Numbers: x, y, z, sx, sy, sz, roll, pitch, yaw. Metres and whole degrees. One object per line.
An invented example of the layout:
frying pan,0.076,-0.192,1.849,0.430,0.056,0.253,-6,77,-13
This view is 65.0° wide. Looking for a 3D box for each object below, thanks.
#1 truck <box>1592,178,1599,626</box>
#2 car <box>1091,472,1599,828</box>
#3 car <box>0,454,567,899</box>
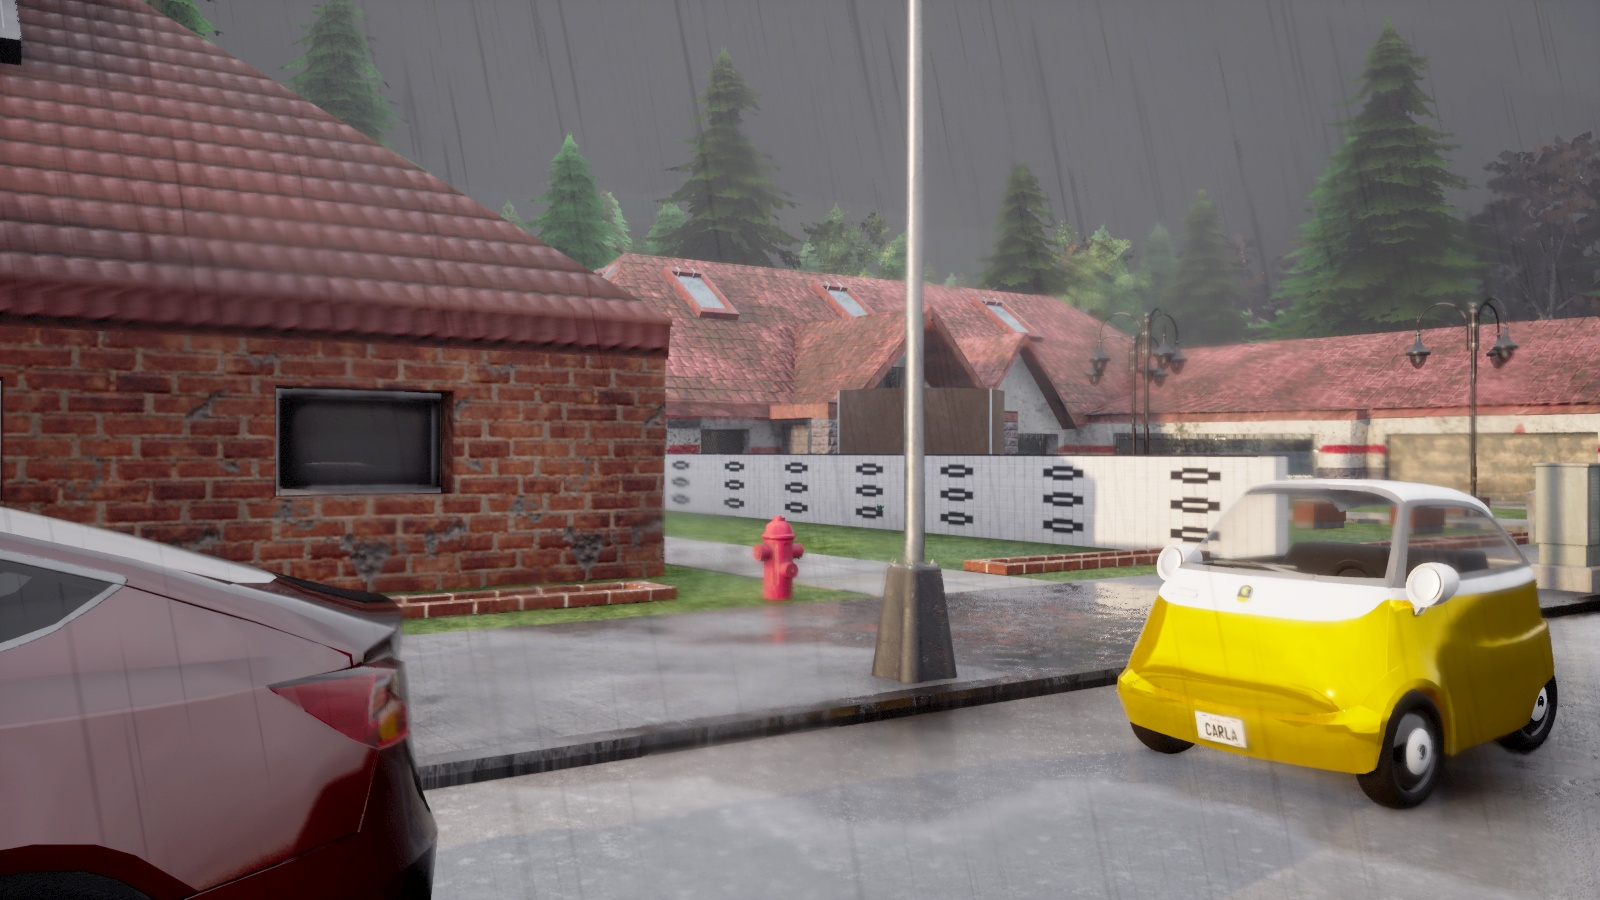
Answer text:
truck,11.095,-0.414,11.998,8.468,3.827,2.891,0,0,-35
car,2.760,0.809,6.189,2.207,1.376,1.481,0,0,-35
car,-3.070,0.756,2.135,4.792,1.488,2.163,0,0,-35
